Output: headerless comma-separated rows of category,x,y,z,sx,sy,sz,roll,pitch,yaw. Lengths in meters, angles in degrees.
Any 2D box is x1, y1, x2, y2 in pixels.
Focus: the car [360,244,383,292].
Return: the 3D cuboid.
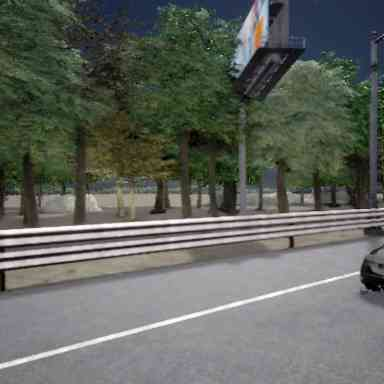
car,5.769,1.542,7.673,4.181,1.385,1.994,0,0,-34
